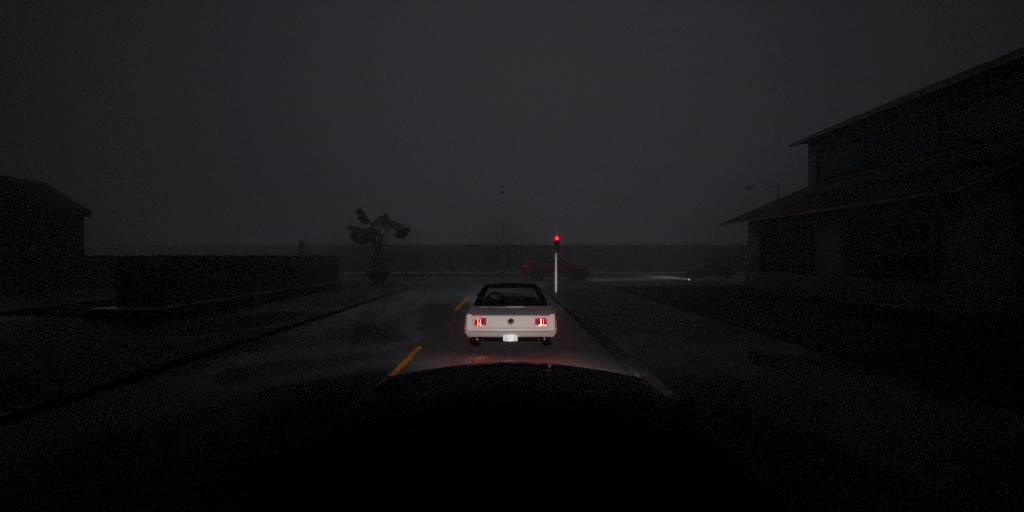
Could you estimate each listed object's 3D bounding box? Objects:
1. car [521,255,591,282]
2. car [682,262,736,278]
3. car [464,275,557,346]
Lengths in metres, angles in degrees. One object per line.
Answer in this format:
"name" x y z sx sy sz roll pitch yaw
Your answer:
"car" 3.482 0.971 28.960 5.566 2.045 2.150 0 0 -1
"car" 18.248 1.276 33.291 4.674 1.442 1.812 0 0 -1
"car" -0.026 1.351 9.400 1.895 1.301 4.718 0 0 0
